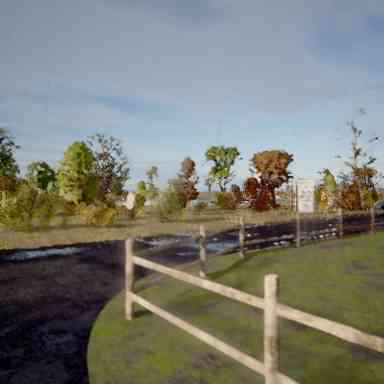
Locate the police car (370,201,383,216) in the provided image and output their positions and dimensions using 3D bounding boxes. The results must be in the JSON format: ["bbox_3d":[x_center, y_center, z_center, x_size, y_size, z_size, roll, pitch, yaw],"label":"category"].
[{"bbox_3d":[19.519,1.617,33.164,4.974,1.542,2.038,0,0,-39],"label":"police car"}]
